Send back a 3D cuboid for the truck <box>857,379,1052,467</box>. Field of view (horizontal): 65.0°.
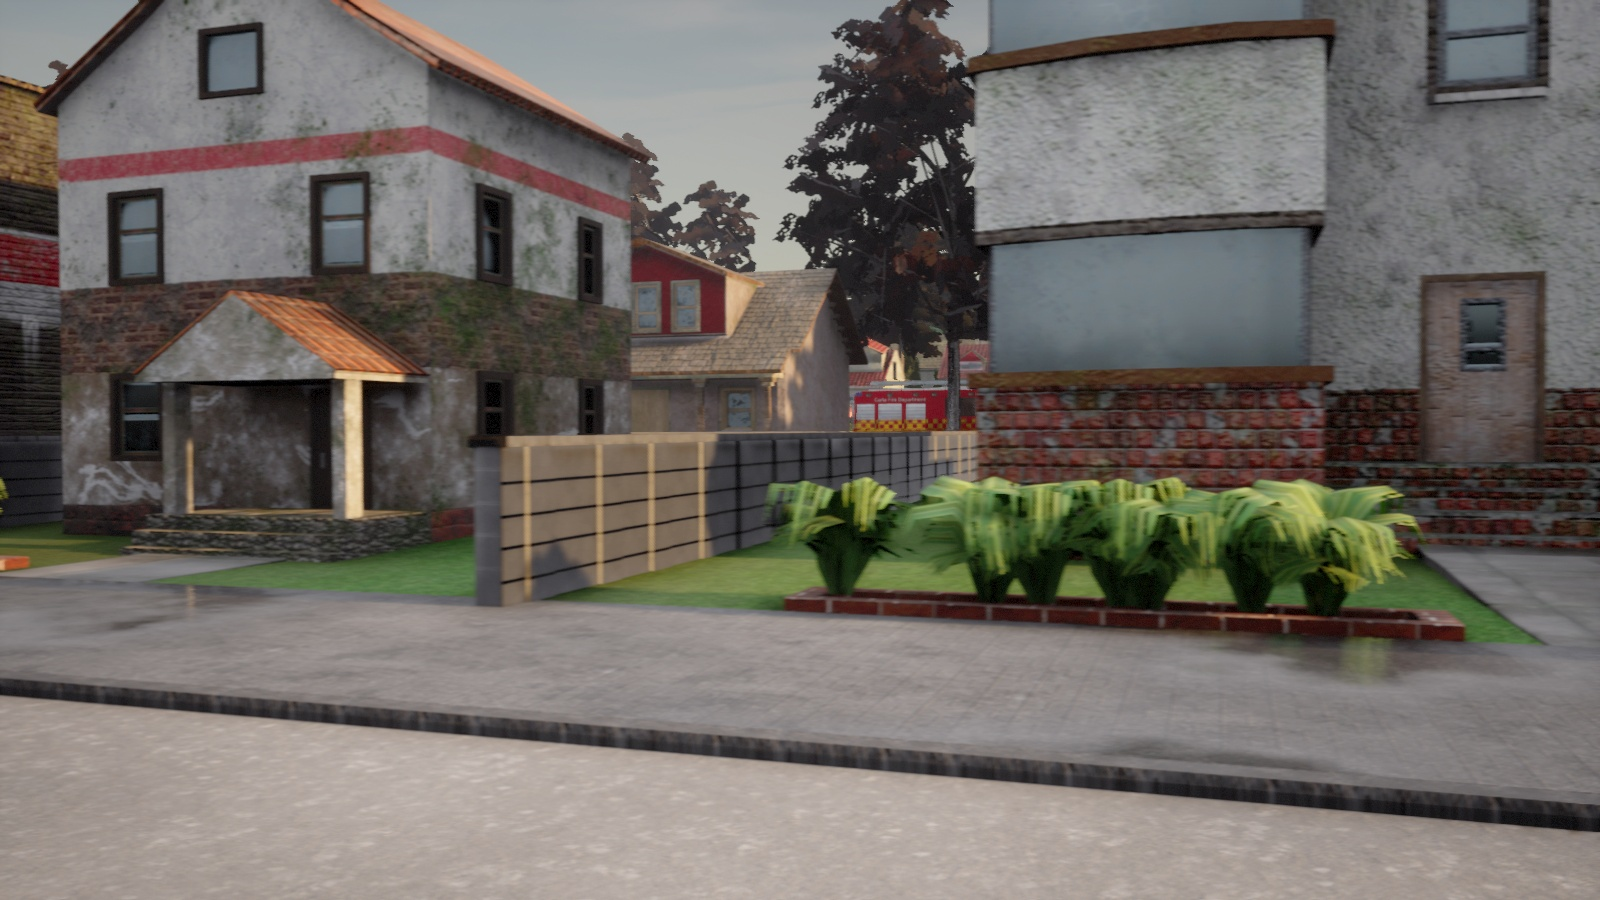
[{"bbox_3d":[7.102,-1.237,57.778,8.468,3.827,2.891,1,1,19],"label":"truck"}]
